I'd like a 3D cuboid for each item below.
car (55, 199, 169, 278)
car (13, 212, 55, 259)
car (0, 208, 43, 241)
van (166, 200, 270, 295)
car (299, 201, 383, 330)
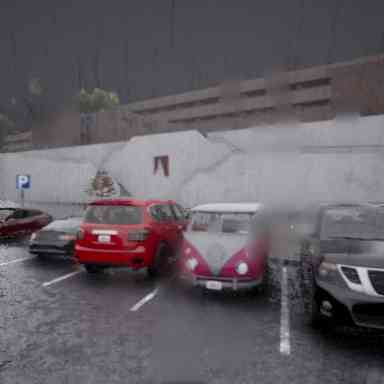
[{"bbox_3d":[-1.373,1.240,10.496,2.435,2.045,5.566,0,-1,15],"label":"car"},{"bbox_3d":[-3.812,1.525,12.194,2.002,1.452,4.674,0,-1,15],"label":"car"},{"bbox_3d":[-8.677,1.496,15.633,2.163,1.488,4.792,1,0,16],"label":"car"},{"bbox_3d":[1.026,1.264,8.620,1.878,1.987,4.442,1,-1,15],"label":"van"},{"bbox_3d":[3.479,1.239,6.974,2.435,2.045,5.566,1,-1,15],"label":"car"}]
